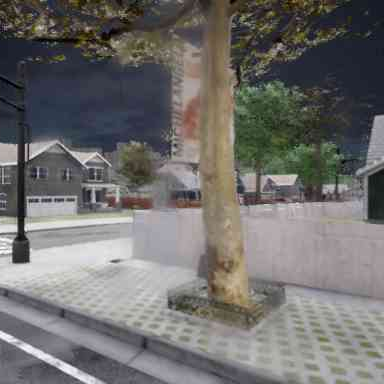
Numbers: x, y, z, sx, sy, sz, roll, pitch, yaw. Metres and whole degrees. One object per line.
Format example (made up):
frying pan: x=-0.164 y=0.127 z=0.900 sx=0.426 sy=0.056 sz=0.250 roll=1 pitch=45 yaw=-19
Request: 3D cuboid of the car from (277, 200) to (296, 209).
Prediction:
car: x=13.560 y=2.172 z=45.128 sx=1.994 sy=1.385 sz=4.181 roll=0 pitch=0 yaw=35

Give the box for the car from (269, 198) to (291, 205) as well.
car: x=13.371 y=1.855 z=49.832 sx=2.150 sy=2.045 sz=5.566 roll=0 pitch=0 yaw=34
